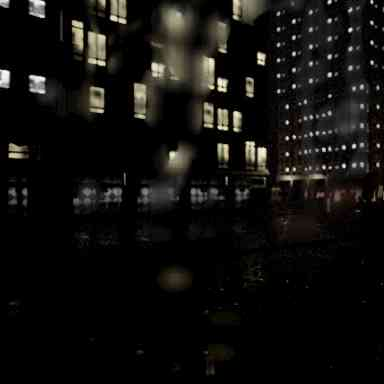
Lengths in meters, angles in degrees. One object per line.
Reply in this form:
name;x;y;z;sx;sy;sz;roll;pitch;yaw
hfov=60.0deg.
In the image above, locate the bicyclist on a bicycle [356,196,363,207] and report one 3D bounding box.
bicyclist on a bicycle;23.531;1.324;46.709;1.656;1.620;0.582;-1;1;-34
